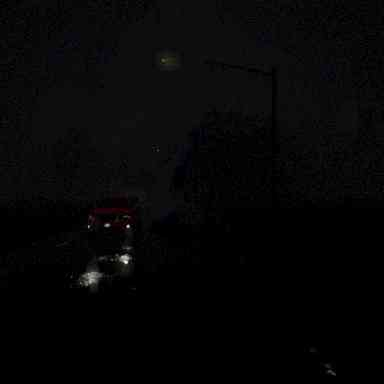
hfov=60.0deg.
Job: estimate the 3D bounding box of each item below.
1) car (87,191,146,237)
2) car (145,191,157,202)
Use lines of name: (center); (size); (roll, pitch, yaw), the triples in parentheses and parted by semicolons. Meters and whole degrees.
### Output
car: (-3.991, 1.161, 18.044); (2.150, 2.045, 5.566); (0, 0, -2)
car: (-7.435, 1.001, 60.318); (1.882, 1.535, 5.008); (0, 1, -7)
